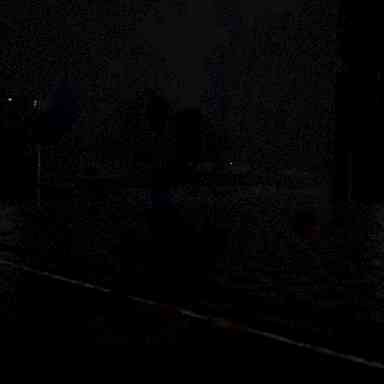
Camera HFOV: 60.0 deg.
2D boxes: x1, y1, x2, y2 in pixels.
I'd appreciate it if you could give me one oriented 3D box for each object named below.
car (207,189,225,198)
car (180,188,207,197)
[{"bbox_3d":[3.737,0.213,56.693,2.033,1.411,5.357,2,2,35],"label":"car"},{"bbox_3d":[-0.169,0.112,56.804,2.128,1.511,4.902,2,2,35],"label":"car"}]
